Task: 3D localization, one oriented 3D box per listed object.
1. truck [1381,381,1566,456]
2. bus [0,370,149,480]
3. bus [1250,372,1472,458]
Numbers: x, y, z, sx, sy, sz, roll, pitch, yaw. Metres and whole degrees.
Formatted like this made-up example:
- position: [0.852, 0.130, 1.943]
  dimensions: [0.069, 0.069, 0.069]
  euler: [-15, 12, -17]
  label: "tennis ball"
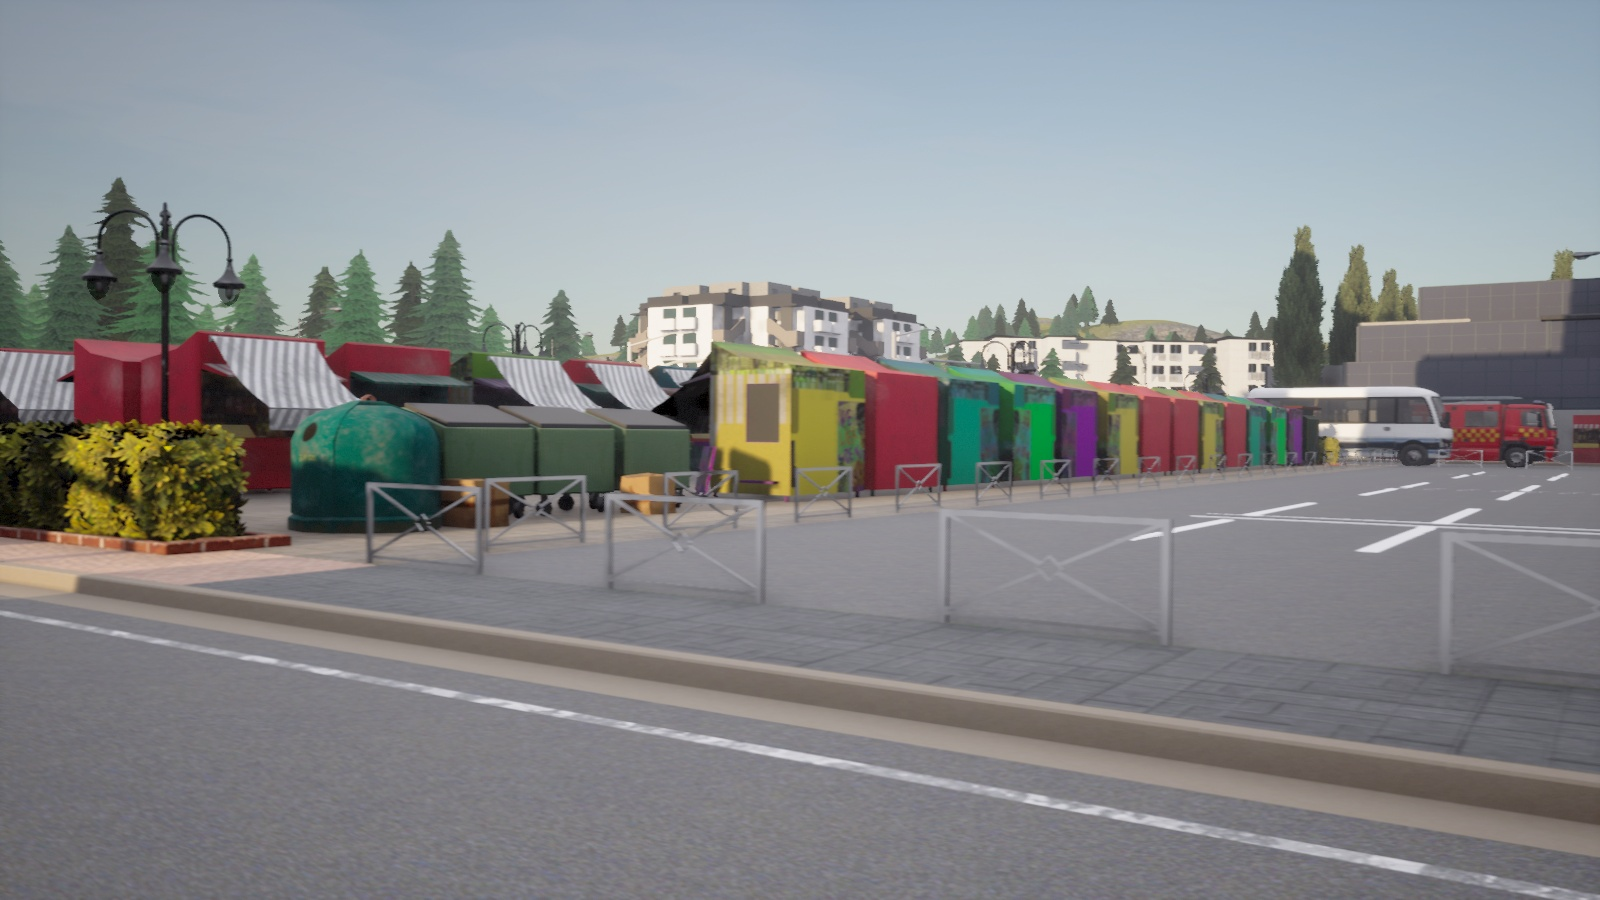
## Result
- position: [35.987, -1.622, 67.263]
  dimensions: [8.468, 3.827, 2.891]
  euler: [0, 1, 35]
  label: "truck"
- position: [-32.369, -0.986, 50.539]
  dimensions: [3.944, 4.253, 10.273]
  euler: [0, 1, 34]
  label: "bus"
- position: [29.925, -1.779, 67.280]
  dimensions: [10.273, 4.253, 3.944]
  euler: [0, 1, 35]
  label: "bus"
